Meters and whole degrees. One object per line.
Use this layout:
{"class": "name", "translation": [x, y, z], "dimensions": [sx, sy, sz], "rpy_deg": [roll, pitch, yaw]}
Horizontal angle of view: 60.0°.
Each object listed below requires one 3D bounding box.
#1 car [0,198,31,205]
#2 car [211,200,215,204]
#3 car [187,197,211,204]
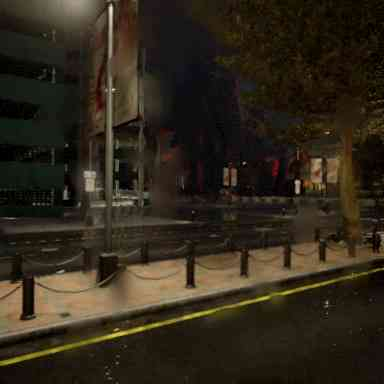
{"class": "car", "translation": [-18.640, 1.351, 33.575], "dimensions": [4.674, 1.452, 2.002], "rpy_deg": [1, 0, -35]}
{"class": "car", "translation": [2.664, 1.939, 75.513], "dimensions": [5.357, 1.411, 2.033], "rpy_deg": [0, 0, 41]}
{"class": "car", "translation": [1.119, 1.966, 72.168], "dimensions": [1.895, 1.301, 4.718], "rpy_deg": [1, 0, -45]}
